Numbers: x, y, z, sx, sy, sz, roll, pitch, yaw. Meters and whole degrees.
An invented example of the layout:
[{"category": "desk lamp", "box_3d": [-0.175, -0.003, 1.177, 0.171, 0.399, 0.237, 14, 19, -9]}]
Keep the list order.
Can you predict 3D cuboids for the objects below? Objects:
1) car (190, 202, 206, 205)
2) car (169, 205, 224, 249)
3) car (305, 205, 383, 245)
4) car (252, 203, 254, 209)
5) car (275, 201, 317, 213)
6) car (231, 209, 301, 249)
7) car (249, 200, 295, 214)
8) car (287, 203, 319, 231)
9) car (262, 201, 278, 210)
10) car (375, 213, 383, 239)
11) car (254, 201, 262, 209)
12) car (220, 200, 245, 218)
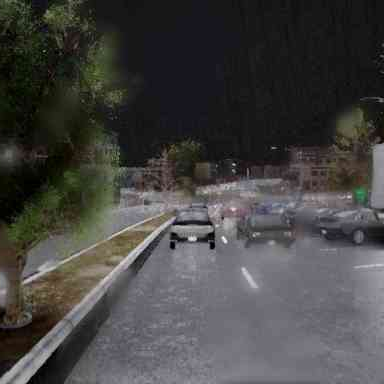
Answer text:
[{"category": "car", "box_3d": [0.571, 1.630, 29.793, 2.128, 1.511, 4.902, 0, 0, 3]}, {"category": "car", "box_3d": [0.043, 1.536, 14.701, 2.128, 1.511, 4.902, 0, 0, 1]}, {"category": "car", "box_3d": [8.102, 1.532, 15.388, 4.892, 1.521, 2.231, 1, -1, -19]}, {"category": "car", "box_3d": [8.849, 1.716, 33.091, 4.674, 1.452, 2.002, 1, 0, -15]}, {"category": "car", "box_3d": [8.239, 1.574, 21.301, 4.892, 1.521, 2.231, 1, -1, -18]}, {"category": "car", "box_3d": [3.043, 1.660, 14.695, 1.895, 1.301, 4.718, 0, 0, 1]}, {"category": "car", "box_3d": [9.343, 1.765, 38.995, 4.792, 1.488, 2.163, 1, -1, -15]}, {"category": "car", "box_3d": [8.158, 1.552, 18.346, 4.892, 1.521, 2.231, 1, -1, -18]}, {"category": "car", "box_3d": [8.525, 1.497, 27.208, 4.553, 1.767, 2.185, 1, 0, -17]}, {"category": "car", "box_3d": [8.076, 1.497, 9.475, 5.008, 1.535, 2.097, 1, 0, -20]}, {"category": "car", "box_3d": [8.650, 1.647, 30.148, 5.008, 1.535, 2.097, 1, -1, -16]}, {"category": "car", "box_3d": [3.565, 1.512, 29.591, 2.097, 1.767, 4.553, 0, 0, 3]}]
